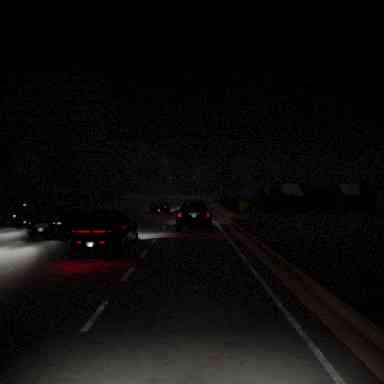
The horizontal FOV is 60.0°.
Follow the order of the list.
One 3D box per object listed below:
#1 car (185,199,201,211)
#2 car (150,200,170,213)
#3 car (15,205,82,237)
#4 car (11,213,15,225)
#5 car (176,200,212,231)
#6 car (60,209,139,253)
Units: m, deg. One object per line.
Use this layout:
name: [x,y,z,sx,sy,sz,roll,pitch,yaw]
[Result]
car: [0.102,1.578,40.413,1.895,1.301,4.718,0,0,0]
car: [-3.392,1.581,36.417,1.895,1.301,4.718,0,0,0]
car: [-7.025,1.482,17.917,2.128,1.511,4.902,0,0,1]
car: [-10.495,1.589,23.138,1.895,1.301,4.718,0,0,0]
car: [0.104,1.340,20.781,2.097,1.767,4.553,0,0,0]
car: [-3.397,1.497,13.535,1.837,1.490,4.892,0,0,0]
